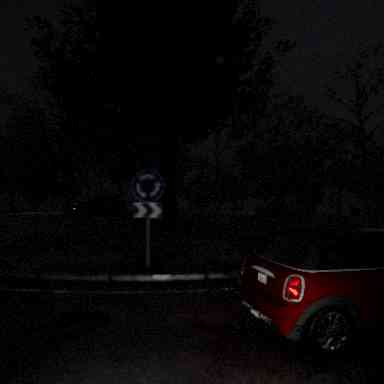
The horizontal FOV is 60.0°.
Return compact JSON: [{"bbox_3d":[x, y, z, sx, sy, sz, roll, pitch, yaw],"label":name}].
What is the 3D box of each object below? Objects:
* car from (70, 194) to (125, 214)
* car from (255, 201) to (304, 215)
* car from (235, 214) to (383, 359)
[{"bbox_3d":[-9.952,1.253,35.225,5.566,2.045,2.150,0,-1,-27],"label":"car"},{"bbox_3d":[8.596,1.620,33.033,1.882,1.535,5.008,1,0,-44],"label":"car"},{"bbox_3d":[3.153,1.392,5.930,4.553,1.767,2.097,0,0,-16],"label":"car"}]
